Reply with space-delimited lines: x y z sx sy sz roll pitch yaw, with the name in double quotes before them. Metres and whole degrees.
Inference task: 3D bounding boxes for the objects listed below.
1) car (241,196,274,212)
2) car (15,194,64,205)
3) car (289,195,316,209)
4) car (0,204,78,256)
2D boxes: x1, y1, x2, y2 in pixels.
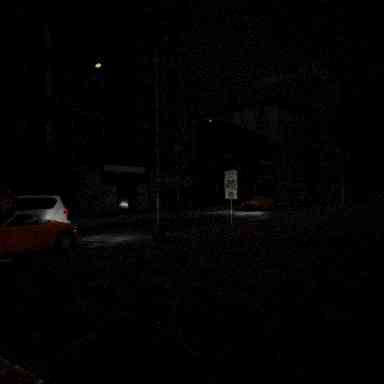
"car" 6.882 1.168 34.608 1.882 1.535 5.008 -2 -1 35
"car" -7.771 1.153 13.604 2.150 2.045 5.566 -2 0 35
"car" 12.695 1.085 37.983 1.882 1.535 5.008 -2 -1 35
"car" -6.163 1.364 10.917 1.882 1.535 5.008 -1 0 35
